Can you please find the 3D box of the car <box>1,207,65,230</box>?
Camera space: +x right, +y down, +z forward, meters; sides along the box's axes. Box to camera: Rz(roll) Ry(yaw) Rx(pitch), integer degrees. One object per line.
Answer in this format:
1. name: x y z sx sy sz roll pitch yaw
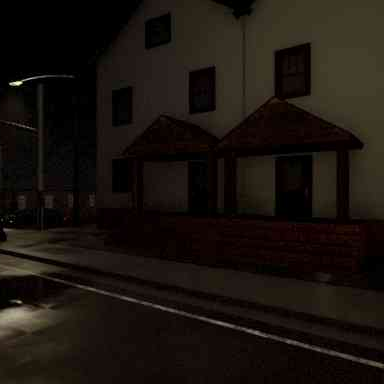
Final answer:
1. car: -14.227 2.400 30.139 2.150 2.045 5.566 0 -9 36
